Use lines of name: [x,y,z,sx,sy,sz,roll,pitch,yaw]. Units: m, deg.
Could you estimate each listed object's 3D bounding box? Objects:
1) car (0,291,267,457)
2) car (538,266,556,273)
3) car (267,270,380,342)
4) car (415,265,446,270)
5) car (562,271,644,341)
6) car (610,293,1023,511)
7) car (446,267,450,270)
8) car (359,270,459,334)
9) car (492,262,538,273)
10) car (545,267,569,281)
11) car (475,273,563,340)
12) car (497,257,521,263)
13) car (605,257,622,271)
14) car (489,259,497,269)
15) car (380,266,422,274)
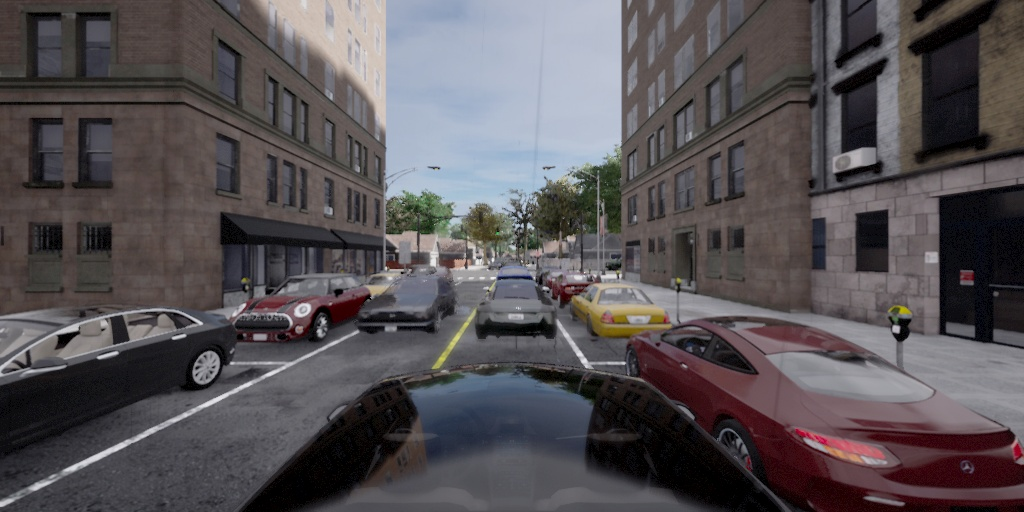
car: [-5.385,1.308,4.127,2.007,1.370,4.403,0,0,0]
car: [2.683,1.396,20.664,1.802,1.307,4.207,0,0,0]
car: [-5.370,1.215,9.646,1.967,1.591,4.097,0,0,0]
car: [-5.342,1.254,20.683,1.967,1.591,4.097,0,0,0]
car: [2.655,1.301,9.798,1.751,1.417,4.829,0,0,0]
car: [2.640,1.339,4.110,1.802,1.307,4.207,0,0,0]
car: [-5.327,1.415,26.202,1.802,1.307,4.207,0,0,0]
car: [-2.826,1.328,11.039,2.033,1.411,5.357,0,0,0]
car: [0.120,1.287,19.339,1.882,1.535,5.008,0,0,0]
car: [2.669,1.340,15.146,1.888,1.381,4.507,0,0,0]
car: [0.112,1.341,10.083,1.994,1.385,4.181,0,0,1]
car: [0.185,1.197,29.712,2.097,1.767,4.553,0,0,3]
car: [15.602,1.034,49.127,5.566,2.045,2.150,0,0,0]
car: [-2.936,1.575,60.774,1.895,1.301,4.718,0,0,0]
car: [-5.357,1.320,14.994,1.751,1.417,4.829,0,0,0]
